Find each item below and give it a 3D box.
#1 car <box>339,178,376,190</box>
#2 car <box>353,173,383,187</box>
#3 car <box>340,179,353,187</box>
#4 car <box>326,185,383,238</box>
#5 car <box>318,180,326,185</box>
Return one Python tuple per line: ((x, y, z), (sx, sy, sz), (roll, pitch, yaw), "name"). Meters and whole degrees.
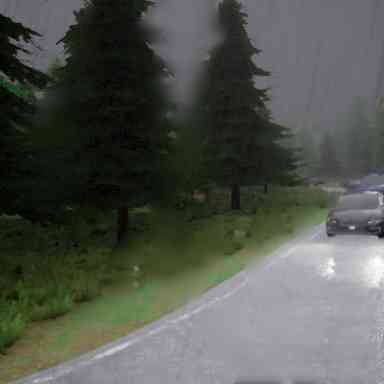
((19.765, -0.961, 40.011), (1.895, 1.301, 4.718), (-2, 2, -3), "car")
((11.916, -0.179, 21.275), (2.150, 2.045, 5.566), (-3, 2, 30), "car")
((15.867, -0.502, 31.177), (2.033, 1.411, 5.357), (-2, 3, 12), "car")
((6.535, 0.759, 12.884), (1.837, 1.490, 4.892), (-4, 2, 34), "car")
((17.749, -1.401, 49.976), (1.882, 1.535, 5.008), (-1, 2, -22), "car")
